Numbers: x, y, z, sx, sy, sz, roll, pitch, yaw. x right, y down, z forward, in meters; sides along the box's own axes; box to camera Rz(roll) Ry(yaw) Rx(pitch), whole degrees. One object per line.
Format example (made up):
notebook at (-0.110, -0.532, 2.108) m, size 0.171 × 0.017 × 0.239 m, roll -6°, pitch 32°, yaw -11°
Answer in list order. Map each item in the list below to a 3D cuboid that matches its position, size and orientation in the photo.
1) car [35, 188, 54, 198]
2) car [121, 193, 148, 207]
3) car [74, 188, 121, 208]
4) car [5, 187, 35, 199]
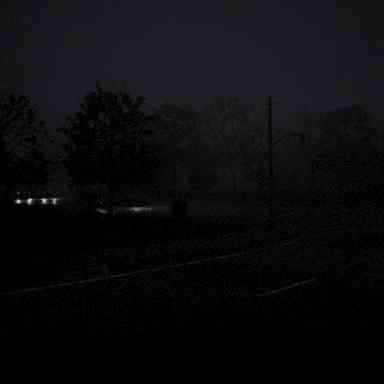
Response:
car at (-23.319, 0.036, 51.725) m, size 5.008 × 1.535 × 1.882 m, roll 3°, pitch 3°, yaw 39°
car at (-7.193, 0.821, 38.642) m, size 5.008 × 1.535 × 1.882 m, roll 2°, pitch 3°, yaw 39°
car at (-10.903, 0.617, 37.126) m, size 5.566 × 2.045 × 2.150 m, roll 2°, pitch 3°, yaw 39°
car at (-25.751, 0.041, 49.193) m, size 4.553 × 1.767 × 2.097 m, roll 3°, pitch 4°, yaw 39°
